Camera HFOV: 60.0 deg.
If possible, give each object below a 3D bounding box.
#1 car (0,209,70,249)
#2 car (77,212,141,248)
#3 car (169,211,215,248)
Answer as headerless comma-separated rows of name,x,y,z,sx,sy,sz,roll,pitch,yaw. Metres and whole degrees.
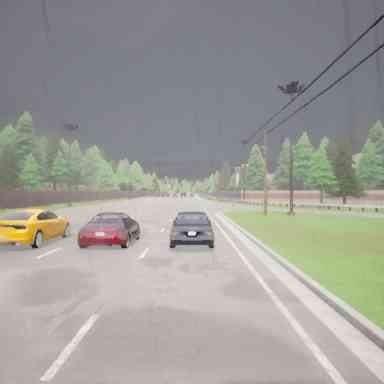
car,-7.000,1.482,14.650,1.882,1.535,5.008,0,0,0
car,-3.500,1.569,14.650,1.994,1.385,4.181,0,0,0
car,0.000,1.560,14.650,2.033,1.411,5.357,0,0,0
